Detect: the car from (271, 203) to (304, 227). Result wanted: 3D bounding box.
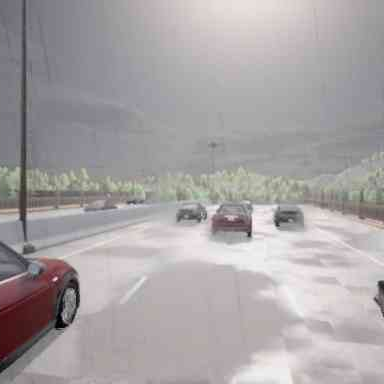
[{"bbox_3d":[6.753,1.570,23.579,1.837,1.490,4.892,0,0,11],"label":"car"}]

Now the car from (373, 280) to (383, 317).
[{"bbox_3d":[3.782,1.622,3.252,1.895,1.301,4.718,0,0,3],"label":"car"}]

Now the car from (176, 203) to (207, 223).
[{"bbox_3d":[0.024,1.565,25.734,1.812,1.442,4.674,0,0,10],"label":"car"}]

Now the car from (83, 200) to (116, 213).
[{"bbox_3d":[-9.273,1.537,33.893,1.812,1.442,4.674,0,0,11],"label":"car"}]

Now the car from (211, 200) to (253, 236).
[{"bbox_3d":[2.348,1.391,18.894,2.097,1.767,4.553,0,0,10],"label":"car"}]

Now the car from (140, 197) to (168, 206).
[{"bbox_3d":[-4.351,1.395,40.875,2.097,1.767,4.553,0,0,11],"label":"car"}]

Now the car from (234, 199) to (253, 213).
[{"bbox_3d":[6.258,1.635,39.828,2.033,1.411,5.357,0,0,11],"label":"car"}]

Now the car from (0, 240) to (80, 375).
[{"bbox_3d":[-3.116,1.345,4.152,2.097,1.767,4.553,0,0,2],"label":"car"}]

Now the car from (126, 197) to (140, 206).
[{"bbox_3d":[-8.990,1.445,53.862,1.895,1.301,4.718,0,0,11],"label":"car"}]
